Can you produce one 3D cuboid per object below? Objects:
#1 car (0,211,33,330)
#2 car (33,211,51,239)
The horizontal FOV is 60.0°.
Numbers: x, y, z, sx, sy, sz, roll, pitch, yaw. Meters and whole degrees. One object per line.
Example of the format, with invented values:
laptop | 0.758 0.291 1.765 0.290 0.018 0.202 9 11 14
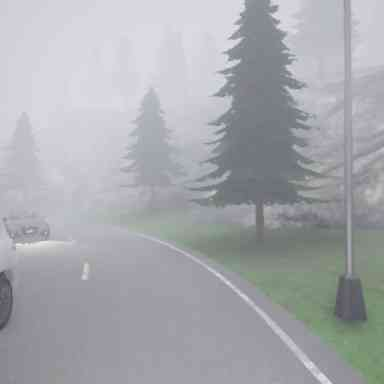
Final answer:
car | -3.969 1.266 3.873 2.150 2.045 5.566 -1 0 -8
car | -8.675 1.677 17.297 1.994 1.385 4.181 0 0 -32
